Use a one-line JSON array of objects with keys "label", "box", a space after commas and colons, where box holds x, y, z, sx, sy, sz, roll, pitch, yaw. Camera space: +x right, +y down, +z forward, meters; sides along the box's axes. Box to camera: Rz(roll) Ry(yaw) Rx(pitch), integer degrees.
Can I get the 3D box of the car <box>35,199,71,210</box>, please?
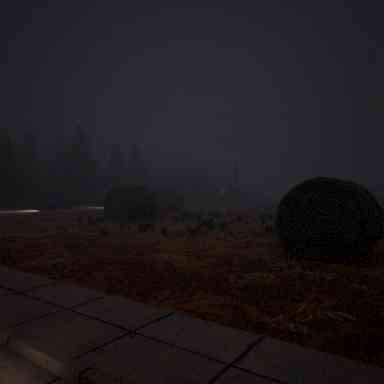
[{"label": "car", "box": [-17.264, 1.556, 41.525, 1.994, 1.385, 4.181, 0, 0, 37]}]
